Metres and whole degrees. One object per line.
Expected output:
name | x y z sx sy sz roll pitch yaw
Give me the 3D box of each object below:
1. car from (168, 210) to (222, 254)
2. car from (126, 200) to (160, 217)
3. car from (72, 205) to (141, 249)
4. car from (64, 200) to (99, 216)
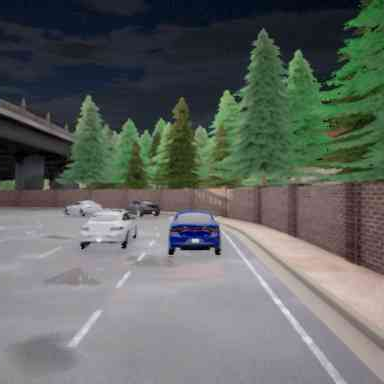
car | 0.066 1.462 13.491 1.882 1.535 5.008 0 0 -1
car | -4.668 1.470 30.075 1.837 1.490 4.892 1 -1 -36
car | -3.503 1.509 14.444 1.812 1.442 4.674 0 0 -3
car | -9.902 1.490 30.333 4.674 1.442 1.812 0 0 43
